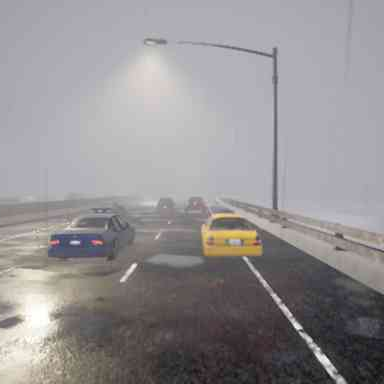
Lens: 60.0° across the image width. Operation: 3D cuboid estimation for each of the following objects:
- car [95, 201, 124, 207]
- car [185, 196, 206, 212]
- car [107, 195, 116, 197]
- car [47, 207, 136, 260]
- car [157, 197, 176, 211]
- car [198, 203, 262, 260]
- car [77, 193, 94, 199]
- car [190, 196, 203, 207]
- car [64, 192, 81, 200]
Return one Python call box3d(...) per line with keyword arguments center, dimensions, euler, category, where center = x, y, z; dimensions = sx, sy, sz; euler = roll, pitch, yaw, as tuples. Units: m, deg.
box3d(center=(-6.727, 1.471, 27.006), dimensions=(2.033, 1.411, 5.357), euler=(0, 0, 1), category="car")
box3d(center=(0.394, 1.250, 36.389), dimensions=(2.097, 1.767, 4.553), euler=(0, 0, 2), category="car")
box3d(center=(-16.295, 1.382, 67.063), dimensions=(1.812, 1.442, 4.674), euler=(0, 0, 2), category="car")
box3d(center=(-3.374, 1.510, 12.183), dimensions=(2.033, 1.411, 5.357), euler=(0, 0, 0), category="car")
box3d(center=(-2.991, 1.398, 39.533), dimensions=(1.837, 1.490, 4.892), euler=(0, 0, 1), category="car")
box3d(center=(1.252, 1.417, 12.197), dimensions=(1.801, 1.575, 5.366), euler=(0, 0, 0), category="car")
box3d(center=(-19.921, 1.423, 63.927), dimensions=(1.994, 1.385, 4.181), euler=(0, 0, 2), category="car")
box3d(center=(0.653, 1.398, 49.240), dimensions=(1.812, 1.442, 4.674), euler=(0, 0, 2), category="car")
box3d(center=(-23.347, 1.088, 65.733), dimensions=(2.150, 2.045, 5.566), euler=(0, 0, 2), category="car")
